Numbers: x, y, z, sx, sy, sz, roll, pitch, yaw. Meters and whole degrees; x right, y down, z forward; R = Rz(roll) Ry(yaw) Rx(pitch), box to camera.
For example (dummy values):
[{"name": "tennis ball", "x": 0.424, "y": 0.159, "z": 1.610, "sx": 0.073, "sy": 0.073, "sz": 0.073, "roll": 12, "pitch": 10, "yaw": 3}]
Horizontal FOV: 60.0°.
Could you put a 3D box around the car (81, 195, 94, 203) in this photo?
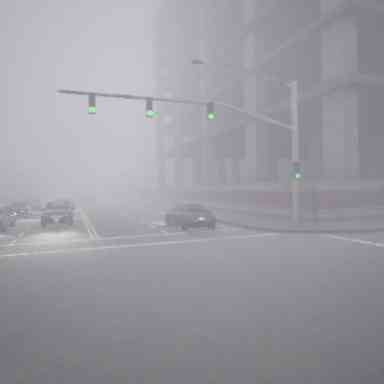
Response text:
[{"name": "car", "x": -18.492, "y": 1.259, "z": 58.981, "sx": 1.994, "sy": 1.385, "sz": 4.181, "roll": -1, "pitch": 1, "yaw": -20}]

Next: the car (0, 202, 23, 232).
[{"name": "car", "x": -11.873, "y": 1.573, "z": 20.029, "sx": 2.033, "sy": 1.411, "sz": 5.357, "roll": -1, "pitch": 1, "yaw": -20}]

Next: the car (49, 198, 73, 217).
[{"name": "car", "x": -12.259, "y": 1.375, "z": 31.385, "sx": 1.882, "sy": 1.535, "sz": 5.008, "roll": -1, "pitch": 1, "yaw": -20}]

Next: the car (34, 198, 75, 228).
[{"name": "car", "x": -8.998, "y": 1.429, "z": 22.365, "sx": 2.128, "sy": 1.511, "sz": 4.902, "roll": -1, "pitch": 1, "yaw": -20}]

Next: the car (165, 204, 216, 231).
[{"name": "car", "x": -0.206, "y": 1.357, "z": 19.244, "sx": 1.994, "sy": 1.385, "sz": 4.181, "roll": -1, "pitch": 1, "yaw": -20}]

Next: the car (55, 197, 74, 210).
[{"name": "car", "x": -15.606, "y": 1.417, "z": 40.813, "sx": 1.994, "sy": 1.385, "sz": 4.181, "roll": -1, "pitch": 1, "yaw": -20}]

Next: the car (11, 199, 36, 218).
[{"name": "car", "x": -15.186, "y": 1.489, "z": 29.180, "sx": 1.837, "sy": 1.490, "sz": 4.892, "roll": -1, "pitch": 1, "yaw": -20}]

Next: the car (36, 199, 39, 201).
[{"name": "car", "x": -18.684, "y": 1.486, "z": 39.026, "sx": 2.033, "sy": 1.411, "sz": 5.357, "roll": -1, "pitch": 1, "yaw": -20}]
